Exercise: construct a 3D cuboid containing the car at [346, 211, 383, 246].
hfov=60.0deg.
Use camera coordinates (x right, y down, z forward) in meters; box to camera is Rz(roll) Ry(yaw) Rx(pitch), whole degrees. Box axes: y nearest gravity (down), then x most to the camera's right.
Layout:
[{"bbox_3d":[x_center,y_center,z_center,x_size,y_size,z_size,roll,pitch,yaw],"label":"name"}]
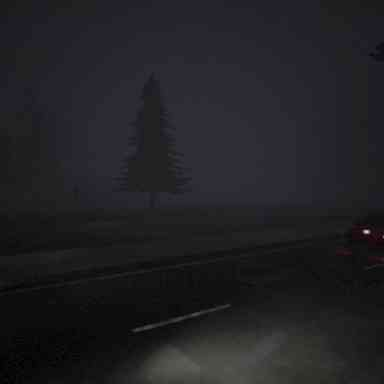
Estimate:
[{"bbox_3d":[8.382,1.508,14.028,4.181,1.385,1.994,0,0,-36],"label":"car"}]
